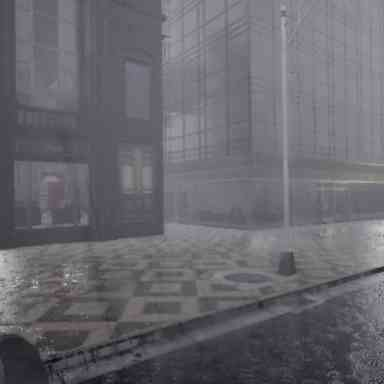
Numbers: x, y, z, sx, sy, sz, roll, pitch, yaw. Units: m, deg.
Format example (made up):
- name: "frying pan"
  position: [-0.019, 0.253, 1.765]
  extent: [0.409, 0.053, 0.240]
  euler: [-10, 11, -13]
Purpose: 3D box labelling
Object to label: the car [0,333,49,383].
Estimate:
- name: "car"
  position: [-2.956, 1.512, 0.971]
  extent: [4.902, 1.511, 2.128]
  euler: [1, -1, -37]
